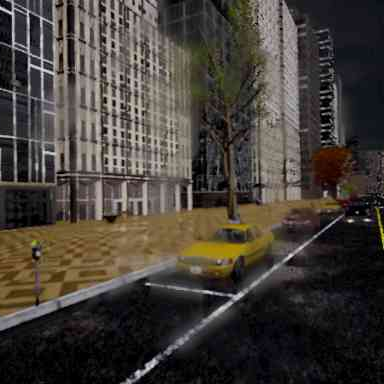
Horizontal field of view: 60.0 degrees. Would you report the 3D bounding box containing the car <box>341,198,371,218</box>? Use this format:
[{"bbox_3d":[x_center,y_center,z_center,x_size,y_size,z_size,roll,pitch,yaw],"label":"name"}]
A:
[{"bbox_3d":[14.746,1.521,29.504,1.994,1.385,4.181,-1,-1,29],"label":"car"}]

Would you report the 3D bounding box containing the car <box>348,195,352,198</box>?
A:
[{"bbox_3d":[19.854,1.528,44.362,1.887,1.381,4.507,-1,-1,29],"label":"car"}]

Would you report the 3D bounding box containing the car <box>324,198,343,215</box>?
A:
[{"bbox_3d":[14.477,1.526,34.496,1.752,1.417,4.829,-1,0,29],"label":"car"}]

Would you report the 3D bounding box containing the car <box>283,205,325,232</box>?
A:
[{"bbox_3d":[6.616,1.613,20.072,1.802,1.307,4.206,-1,0,29],"label":"car"}]

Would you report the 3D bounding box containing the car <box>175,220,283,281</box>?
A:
[{"bbox_3d":[1.238,1.578,10.206,1.752,1.417,4.829,-1,0,29],"label":"car"}]

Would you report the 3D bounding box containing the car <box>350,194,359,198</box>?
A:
[{"bbox_3d":[35.349,1.266,72.802,2.192,1.841,5.009,-1,-1,29],"label":"car"}]

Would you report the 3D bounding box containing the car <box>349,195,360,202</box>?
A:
[{"bbox_3d":[37.997,1.513,77.650,1.947,1.339,4.313,-1,-1,29],"label":"car"}]
